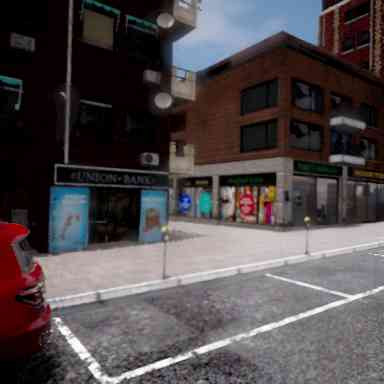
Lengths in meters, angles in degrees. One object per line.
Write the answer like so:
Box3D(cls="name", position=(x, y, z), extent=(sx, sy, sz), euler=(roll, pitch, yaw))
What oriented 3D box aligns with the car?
Box3D(cls="car", position=(-4.023, 1.312, 3.194), extent=(5.009, 1.841, 2.192), euler=(0, 2, -35))
